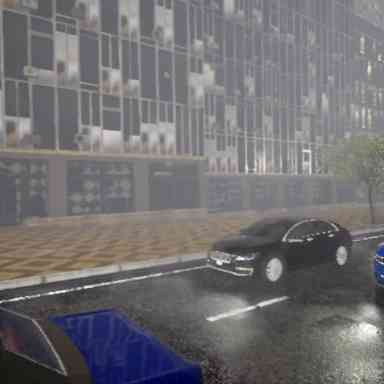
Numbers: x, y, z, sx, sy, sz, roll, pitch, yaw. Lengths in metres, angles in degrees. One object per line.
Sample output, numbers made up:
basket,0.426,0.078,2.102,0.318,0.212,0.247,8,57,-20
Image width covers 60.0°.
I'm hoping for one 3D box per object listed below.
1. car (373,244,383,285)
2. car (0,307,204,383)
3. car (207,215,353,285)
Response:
car,6.348,1.406,8.089,5.008,1.535,1.882,-1,0,-35
car,-2.303,1.607,2.016,4.718,1.301,1.895,-1,0,-35
car,2.651,1.450,9.473,4.892,1.490,1.837,0,0,-35
